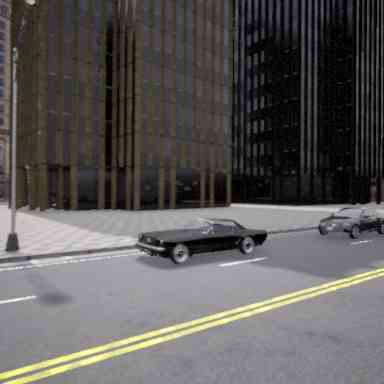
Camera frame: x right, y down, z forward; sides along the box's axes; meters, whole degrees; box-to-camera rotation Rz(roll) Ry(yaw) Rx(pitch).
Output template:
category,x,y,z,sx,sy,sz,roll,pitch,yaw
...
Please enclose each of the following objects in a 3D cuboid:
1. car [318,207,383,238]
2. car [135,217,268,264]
category,x,y,z,sx,sy,sz,roll,pitch,yaw
car,8.685,1.541,17.736,4.674,1.442,1.812,0,0,-35
car,0.426,1.609,11.900,4.718,1.301,1.895,0,0,-35
